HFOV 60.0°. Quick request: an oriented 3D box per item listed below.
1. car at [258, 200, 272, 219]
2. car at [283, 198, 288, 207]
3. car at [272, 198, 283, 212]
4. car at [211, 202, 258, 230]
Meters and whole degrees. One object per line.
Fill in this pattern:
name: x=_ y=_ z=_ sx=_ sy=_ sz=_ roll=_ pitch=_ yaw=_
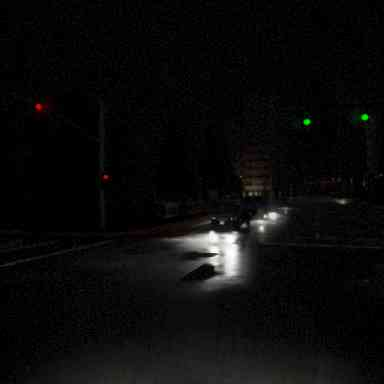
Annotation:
car: x=6.217 y=1.679 z=32.087 sx=1.882 sy=1.535 sz=5.008 roll=-1 pitch=-1 yaw=20
car: x=15.335 y=1.870 z=56.833 sx=1.837 sy=1.490 sz=4.892 roll=-1 pitch=-1 yaw=20
car: x=9.906 y=1.736 z=42.197 sx=2.128 sy=1.511 sz=4.902 roll=-1 pitch=0 yaw=20
car: x=2.767 y=1.653 z=22.808 sx=2.128 sy=1.511 sz=4.902 roll=-1 pitch=-1 yaw=22
